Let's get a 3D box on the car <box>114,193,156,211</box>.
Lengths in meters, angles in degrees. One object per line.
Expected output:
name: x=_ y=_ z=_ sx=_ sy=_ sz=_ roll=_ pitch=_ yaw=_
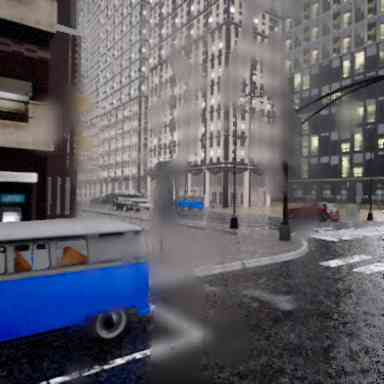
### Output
car: x=-6.952 y=1.153 z=40.116 sx=2.150 sy=2.045 sz=5.566 roll=1 pitch=-1 yaw=-35

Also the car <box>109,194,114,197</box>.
car: x=-10.678 y=1.507 z=50.776 sx=1.812 sy=1.442 sz=4.674 roll=1 pitch=-1 yaw=-35

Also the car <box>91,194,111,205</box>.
car: x=-16.135 y=1.519 z=58.362 sx=2.033 sy=1.411 sz=5.357 roll=1 pitch=-1 yaw=-35

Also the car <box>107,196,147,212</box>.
car: x=-6.996 y=1.435 z=35.686 sx=2.008 sy=1.369 sz=4.403 roll=2 pitch=-1 yaw=-35

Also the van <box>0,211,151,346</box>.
van: x=-2.565 y=1.342 z=4.875 sx=3.998 sy=1.788 sz=1.690 roll=0 pitch=1 yaw=-36

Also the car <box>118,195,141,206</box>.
car: x=-10.554 y=1.391 z=55.888 sx=2.097 sy=1.767 sz=4.553 roll=1 pitch=-1 yaw=-35

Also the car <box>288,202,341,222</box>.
car: x=9.654 y=1.515 z=26.730 sx=1.967 sy=1.590 sz=4.097 roll=2 pitch=-1 yaw=-35

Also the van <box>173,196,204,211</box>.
van: x=-0.163 y=1.393 z=40.543 sx=1.690 sy=1.788 sz=3.998 roll=1 pitch=-1 yaw=-35
